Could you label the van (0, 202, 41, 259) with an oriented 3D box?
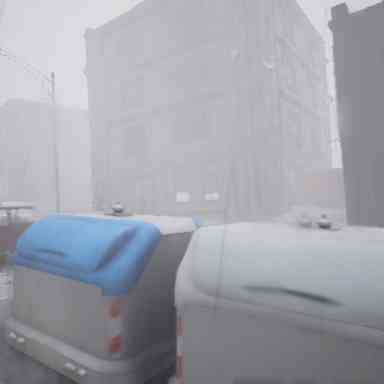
[{"bbox_3d":[-6.665,1.315,10.218,1.878,1.987,4.442,0,0,36],"label":"van"}]
